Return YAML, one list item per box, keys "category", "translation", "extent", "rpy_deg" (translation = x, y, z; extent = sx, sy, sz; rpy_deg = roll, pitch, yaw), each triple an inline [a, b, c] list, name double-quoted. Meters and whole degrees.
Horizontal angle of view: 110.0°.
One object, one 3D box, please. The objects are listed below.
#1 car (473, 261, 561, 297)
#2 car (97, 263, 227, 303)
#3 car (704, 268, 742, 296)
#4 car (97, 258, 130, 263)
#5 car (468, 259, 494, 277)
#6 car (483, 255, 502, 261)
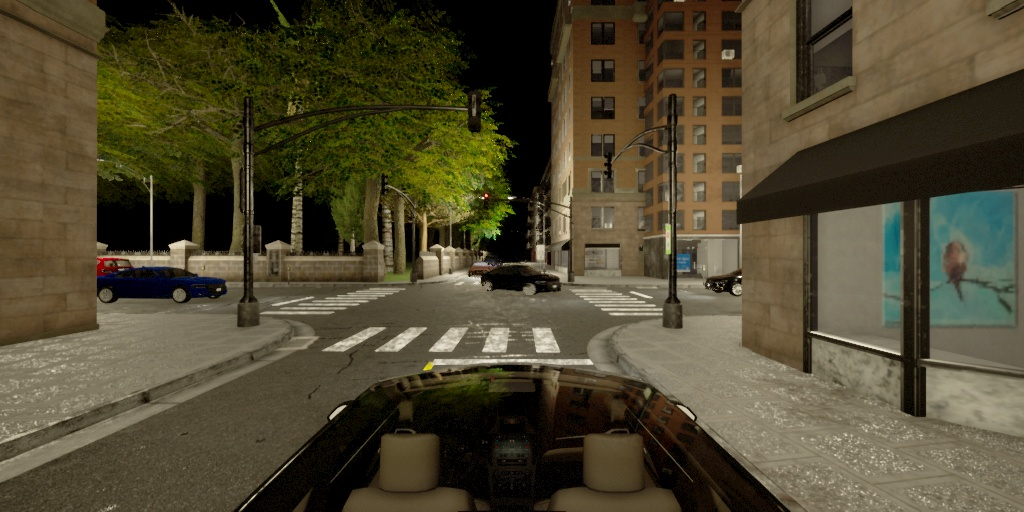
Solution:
- category: "car"
  translation: [0.348, 1.224, 19.395]
  extent: [1.882, 1.535, 5.008]
  rpy_deg: [-1, 1, -44]
- category: "car"
  translation: [-15.473, 1.211, 15.860]
  extent: [5.008, 1.535, 1.882]
  rpy_deg: [0, 0, 0]
- category: "car"
  translation: [12.689, 1.270, 18.683]
  extent: [4.892, 1.490, 1.837]
  rpy_deg: [0, 0, 1]
- category: "car"
  translation: [-25.924, 1.034, 21.778]
  extent: [5.009, 1.841, 2.192]
  rpy_deg: [0, 0, 1]
- category: "car"
  translation: [-3.056, 1.290, 34.445]
  extent: [1.994, 1.385, 4.181]
  rpy_deg: [0, 0, 0]
- category: "car"
  translation: [-3.026, 0.914, 52.150]
  extent: [2.150, 2.045, 5.566]
  rpy_deg: [0, 0, 0]
